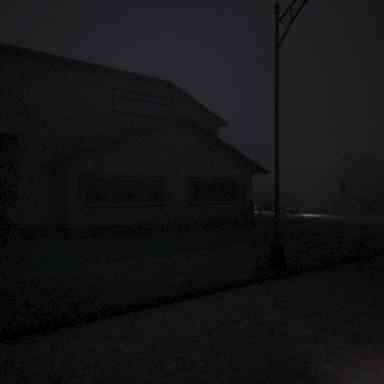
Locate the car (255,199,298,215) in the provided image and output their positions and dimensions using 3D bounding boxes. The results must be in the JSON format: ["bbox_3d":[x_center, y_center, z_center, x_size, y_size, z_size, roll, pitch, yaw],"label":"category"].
[{"bbox_3d":[8.763,1.505,34.814,1.837,1.490,4.892,0,0,-35],"label":"car"}]
